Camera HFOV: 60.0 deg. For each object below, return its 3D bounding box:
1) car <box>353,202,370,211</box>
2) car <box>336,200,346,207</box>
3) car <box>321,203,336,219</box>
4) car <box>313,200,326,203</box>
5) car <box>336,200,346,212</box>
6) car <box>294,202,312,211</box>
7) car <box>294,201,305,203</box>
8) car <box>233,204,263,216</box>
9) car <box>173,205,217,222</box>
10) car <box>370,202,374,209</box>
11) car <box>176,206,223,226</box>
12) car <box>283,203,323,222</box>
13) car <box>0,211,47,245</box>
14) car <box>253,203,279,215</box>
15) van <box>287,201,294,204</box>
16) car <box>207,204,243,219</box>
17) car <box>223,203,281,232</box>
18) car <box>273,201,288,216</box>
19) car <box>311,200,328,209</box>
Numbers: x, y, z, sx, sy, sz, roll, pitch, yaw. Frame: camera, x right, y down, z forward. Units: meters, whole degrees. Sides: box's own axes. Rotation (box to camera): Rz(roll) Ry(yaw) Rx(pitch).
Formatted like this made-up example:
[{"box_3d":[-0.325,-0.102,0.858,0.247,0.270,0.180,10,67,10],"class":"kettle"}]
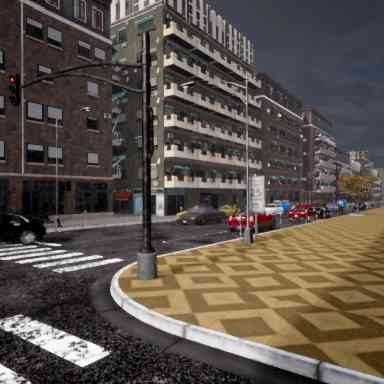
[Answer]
[{"box_3d":[29.937,2.583,59.293,1.947,1.339,4.313,-2,-2,35],"class":"car"},{"box_3d":[39.166,2.883,87.162,1.690,1.788,3.998,-2,-2,35],"class":"car"},{"box_3d":[13.786,2.141,36.120,1.947,1.339,4.313,-2,-2,35],"class":"car"},{"box_3d":[17.621,2.267,46.077,1.837,1.490,4.892,-1,-1,35],"class":"car"},{"box_3d":[23.425,2.468,54.417,2.033,1.411,5.357,-1,-1,36],"class":"car"},{"box_3d":[19.884,2.554,59.409,1.887,1.381,4.507,-2,-2,35],"class":"car"},{"box_3d":[16.652,2.361,54.777,1.967,1.590,4.097,-2,-2,35],"class":"car"},{"box_3d":[6.963,2.222,40.870,1.947,1.339,4.313,-2,-2,35],"class":"car"},{"box_3d":[0.404,2.002,31.462,1.752,1.417,4.829,-2,-2,35],"class":"car"},{"box_3d":[36.397,2.745,68.563,2.008,1.369,4.403,-2,-2,35],"class":"car"},{"box_3d":[0.959,1.957,27.759,2.033,1.411,5.357,-1,-1,35],"class":"car"},{"box_3d":[10.555,2.032,31.486,1.887,1.381,4.507,-2,-2,35],"class":"car"},{"box_3d":[-8.997,1.627,14.620,1.837,1.490,4.892,0,-2,44],"class":"car"},{"box_3d":[10.192,2.289,45.505,1.887,1.381,4.507,-2,-2,35],"class":"car"},{"box_3d":[13.421,2.174,50.145,1.690,1.788,3.998,-2,-2,35],"class":"van"},{"box_3d":[3.635,2.091,36.096,1.752,1.417,4.829,-2,-2,35],"class":"car"},{"box_3d":[4.093,1.751,22.219,1.967,1.590,4.097,-2,-2,35],"class":"car"},{"box_3d":[9.682,2.173,40.228,1.812,1.442,4.674,-1,-1,34],"class":"car"},{"box_3d":[26.342,2.501,68.685,2.192,1.841,5.009,-2,-2,35],"class":"car"}]
